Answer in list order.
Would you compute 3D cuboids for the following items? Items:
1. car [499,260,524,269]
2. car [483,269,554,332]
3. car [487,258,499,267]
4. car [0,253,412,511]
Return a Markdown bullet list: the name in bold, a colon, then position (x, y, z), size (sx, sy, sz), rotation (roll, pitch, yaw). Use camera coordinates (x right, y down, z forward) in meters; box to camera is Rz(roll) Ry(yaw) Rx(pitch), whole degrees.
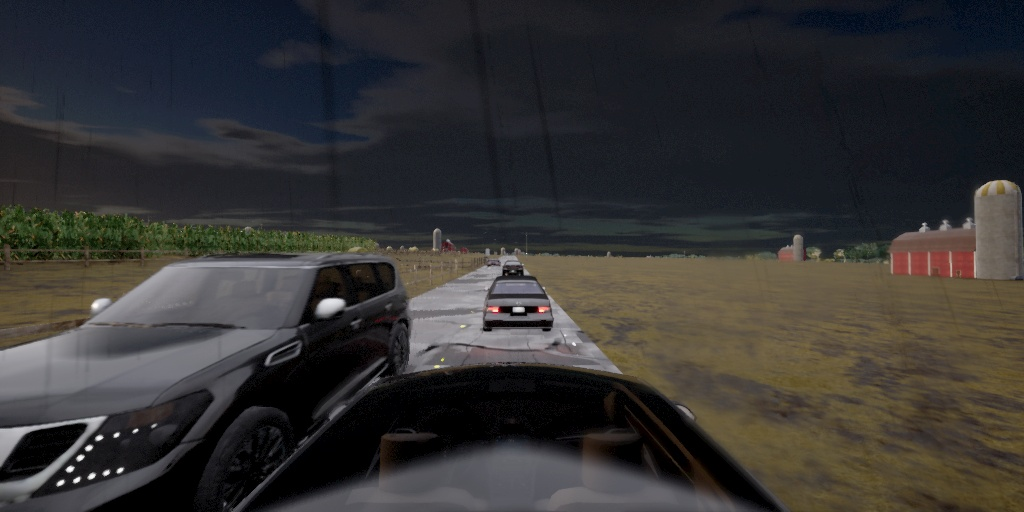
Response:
- **car**: position (0.083, 1.130, 33.055), size (1.882, 1.535, 5.008), rotation (0, 0, 0)
- **car**: position (0.112, 1.289, 10.839), size (2.033, 1.411, 5.357), rotation (0, 0, -1)
- **car**: position (-2.814, 1.037, 55.583), size (1.994, 1.385, 4.181), rotation (0, 1, 1)
- **car**: position (-2.852, 0.971, 4.283), size (2.150, 2.045, 5.566), rotation (0, 0, 0)
